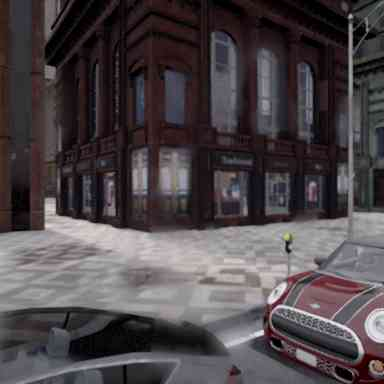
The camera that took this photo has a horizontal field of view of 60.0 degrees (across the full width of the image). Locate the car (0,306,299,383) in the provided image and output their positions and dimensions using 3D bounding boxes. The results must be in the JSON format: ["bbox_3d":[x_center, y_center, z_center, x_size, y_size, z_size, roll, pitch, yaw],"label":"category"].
[{"bbox_3d":[-1.596,1.565,1.825,4.313,1.339,1.947,0,0,-36],"label":"car"}]

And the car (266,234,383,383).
[{"bbox_3d":[2.974,1.442,5.125,4.097,1.590,1.967,0,0,-36],"label":"car"}]
